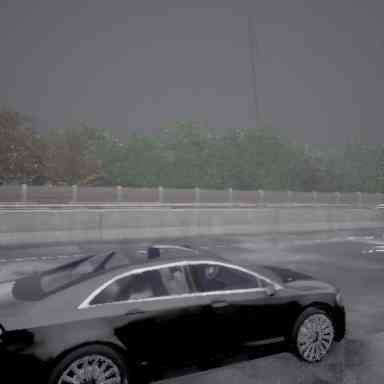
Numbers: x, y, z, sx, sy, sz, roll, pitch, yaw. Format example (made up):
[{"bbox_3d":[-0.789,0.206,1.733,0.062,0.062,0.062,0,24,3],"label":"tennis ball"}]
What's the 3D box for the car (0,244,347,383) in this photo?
[{"bbox_3d":[-0.084,1.498,4.577,4.902,1.511,2.128,0,0,-24],"label":"car"}]
